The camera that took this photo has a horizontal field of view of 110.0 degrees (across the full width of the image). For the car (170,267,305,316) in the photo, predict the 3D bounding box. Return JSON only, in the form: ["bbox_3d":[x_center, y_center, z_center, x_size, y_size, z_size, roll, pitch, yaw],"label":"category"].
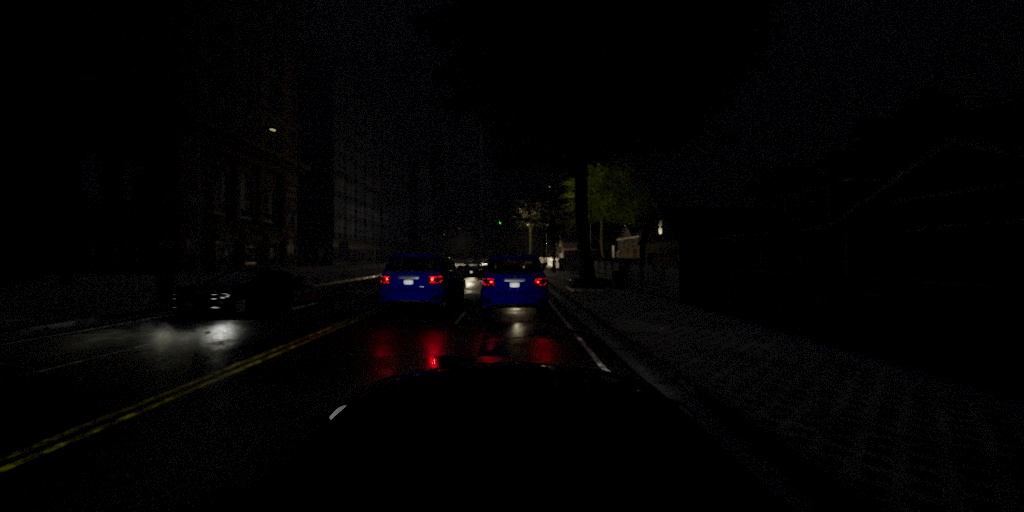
[{"bbox_3d":[-9.873,1.199,13.436,1.882,1.535,5.008,0,0,0],"label":"car"}]

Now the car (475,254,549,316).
[{"bbox_3d":[0.076,0.940,13.265,2.150,2.045,5.566,0,0,0],"label":"car"}]

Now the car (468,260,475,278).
[{"bbox_3d":[-3.207,1.243,30.222,1.994,1.385,4.181,0,0,0],"label":"car"}]

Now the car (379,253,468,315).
[{"bbox_3d":[-3.171,0.933,13.599,2.150,2.045,5.566,0,-1,0],"label":"car"}]
